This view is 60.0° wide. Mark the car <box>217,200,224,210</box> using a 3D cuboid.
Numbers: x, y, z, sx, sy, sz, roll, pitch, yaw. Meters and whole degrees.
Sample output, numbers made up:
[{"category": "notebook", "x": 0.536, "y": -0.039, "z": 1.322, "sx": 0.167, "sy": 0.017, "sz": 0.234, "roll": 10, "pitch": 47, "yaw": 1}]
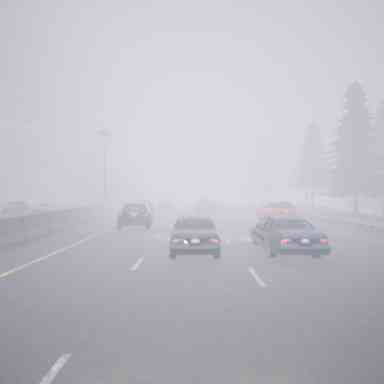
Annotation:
[{"category": "car", "x": 3.238, "y": 1.869, "z": 49.061, "sx": 1.994, "sy": 1.385, "sz": 4.181, "roll": 0, "pitch": 0, "yaw": -14}]

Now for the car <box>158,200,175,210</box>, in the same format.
[{"category": "car", "x": -3.806, "y": 1.826, "z": 48.367, "sx": 1.812, "sy": 1.442, "sz": 4.674, "roll": 0, "pitch": 0, "yaw": -14}]

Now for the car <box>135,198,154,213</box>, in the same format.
[{"category": "car", "x": -5.902, "y": 1.606, "z": 40.909, "sx": 2.097, "sy": 1.767, "sz": 4.553, "roll": 0, "pitch": 0, "yaw": -10}]

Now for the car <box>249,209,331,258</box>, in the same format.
[{"category": "car", "x": 3.590, "y": 1.630, "z": 13.116, "sx": 2.033, "sy": 1.411, "sz": 5.357, "roll": 0, "pitch": 0, "yaw": 0}]

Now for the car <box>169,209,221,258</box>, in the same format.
[{"category": "car", "x": 0.087, "y": 1.630, "z": 13.136, "sx": 2.033, "sy": 1.411, "sz": 5.357, "roll": 0, "pitch": 0, "yaw": 0}]

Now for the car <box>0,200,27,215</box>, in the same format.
[{"category": "car", "x": -19.711, "y": 1.736, "z": 37.379, "sx": 1.837, "sy": 1.490, "sz": 4.892, "roll": 0, "pitch": 0, "yaw": -10}]

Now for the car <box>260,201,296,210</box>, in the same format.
[{"category": "car", "x": 6.582, "y": 1.513, "z": 25.978, "sx": 2.097, "sy": 1.767, "sz": 4.553, "roll": 0, "pitch": 0, "yaw": -4}]

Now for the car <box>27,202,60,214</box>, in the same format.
[{"category": "car", "x": -15.997, "y": 1.828, "z": 36.455, "sx": 1.895, "sy": 1.301, "sz": 4.718, "roll": 0, "pitch": 0, "yaw": -9}]

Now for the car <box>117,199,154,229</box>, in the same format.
[{"category": "car", "x": -3.748, "y": 1.493, "z": 22.678, "sx": 2.097, "sy": 1.767, "sz": 4.553, "roll": 0, "pitch": 0, "yaw": -3}]

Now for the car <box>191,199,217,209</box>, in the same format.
[{"category": "car", "x": 1.222, "y": 1.605, "z": 40.861, "sx": 2.097, "sy": 1.767, "sz": 4.553, "roll": 0, "pitch": 0, "yaw": -9}]
